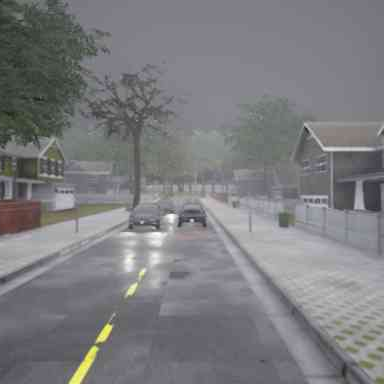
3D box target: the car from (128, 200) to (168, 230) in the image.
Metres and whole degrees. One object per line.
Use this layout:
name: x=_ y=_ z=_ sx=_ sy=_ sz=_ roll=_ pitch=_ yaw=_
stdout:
car: x=-2.779 y=1.471 z=21.030 sx=1.837 sy=1.490 sz=4.892 roll=0 pitch=0 yaw=0

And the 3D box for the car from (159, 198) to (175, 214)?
car: x=-2.783 y=1.445 z=34.592 sx=1.837 sy=1.490 sz=4.892 roll=0 pitch=0 yaw=1

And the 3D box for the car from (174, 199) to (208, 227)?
car: x=0.028 y=1.468 z=22.646 sx=1.837 sy=1.490 sz=4.892 roll=0 pitch=0 yaw=1
